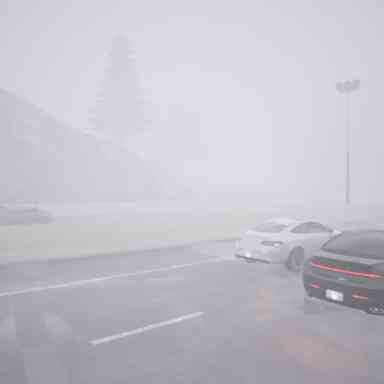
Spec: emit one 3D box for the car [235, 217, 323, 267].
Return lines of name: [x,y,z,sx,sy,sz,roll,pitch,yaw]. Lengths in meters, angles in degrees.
car: [3.411,1.540,10.862,4.674,1.442,1.812,0,0,-38]

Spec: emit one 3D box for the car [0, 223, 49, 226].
car: [-11.395,1.613,21.796,4.181,1.385,1.994,0,0,-37]

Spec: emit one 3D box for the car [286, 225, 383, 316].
car: [4.349,1.512,7.152,4.892,1.490,1.837,0,0,-38]
